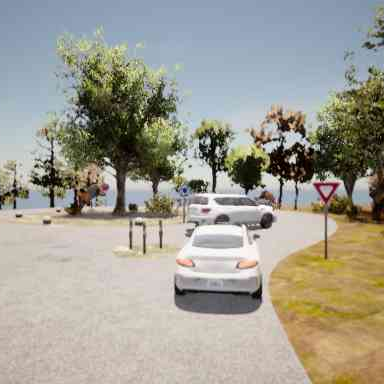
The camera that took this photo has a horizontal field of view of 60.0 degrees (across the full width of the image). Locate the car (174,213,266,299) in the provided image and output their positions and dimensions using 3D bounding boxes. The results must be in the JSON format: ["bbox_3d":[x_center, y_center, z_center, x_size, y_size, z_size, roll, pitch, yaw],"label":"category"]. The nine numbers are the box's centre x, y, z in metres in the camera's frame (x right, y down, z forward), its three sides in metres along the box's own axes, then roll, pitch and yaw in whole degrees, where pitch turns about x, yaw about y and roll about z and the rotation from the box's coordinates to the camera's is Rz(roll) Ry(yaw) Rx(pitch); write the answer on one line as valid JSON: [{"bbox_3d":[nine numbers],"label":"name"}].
[{"bbox_3d":[0.741,1.497,8.369,1.812,1.442,4.674,0,0,8],"label":"car"}]

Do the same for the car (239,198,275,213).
[{"bbox_3d":[7.072,1.441,36.584,1.994,1.385,4.181,0,0,-20],"label":"car"}]

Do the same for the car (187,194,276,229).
[{"bbox_3d":[2.378,1.151,19.453,5.566,2.045,2.150,1,0,-32],"label":"car"}]
